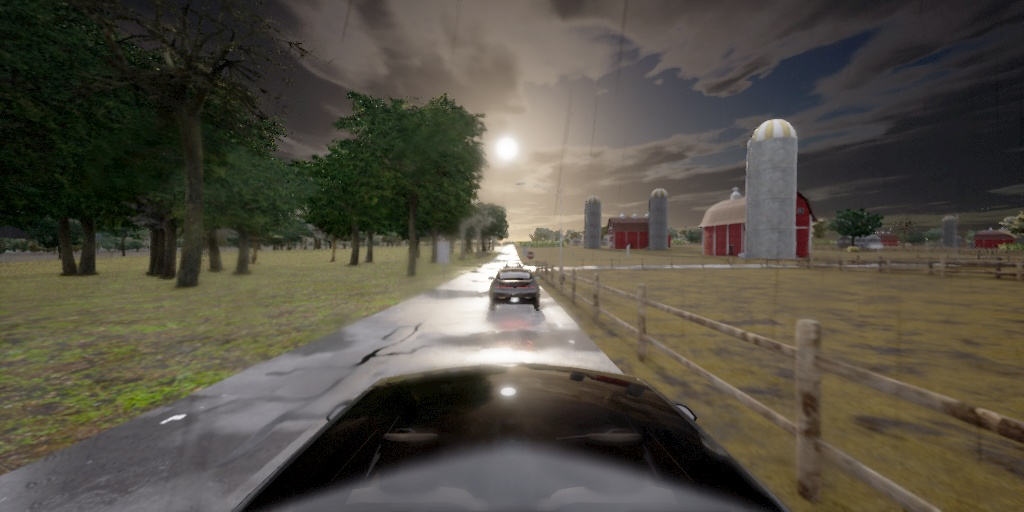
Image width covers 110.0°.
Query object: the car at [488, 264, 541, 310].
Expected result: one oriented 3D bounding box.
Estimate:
[{"bbox_3d":[0.104,1.226,14.500,1.837,1.490,4.892,0,0,0],"label":"car"}]
